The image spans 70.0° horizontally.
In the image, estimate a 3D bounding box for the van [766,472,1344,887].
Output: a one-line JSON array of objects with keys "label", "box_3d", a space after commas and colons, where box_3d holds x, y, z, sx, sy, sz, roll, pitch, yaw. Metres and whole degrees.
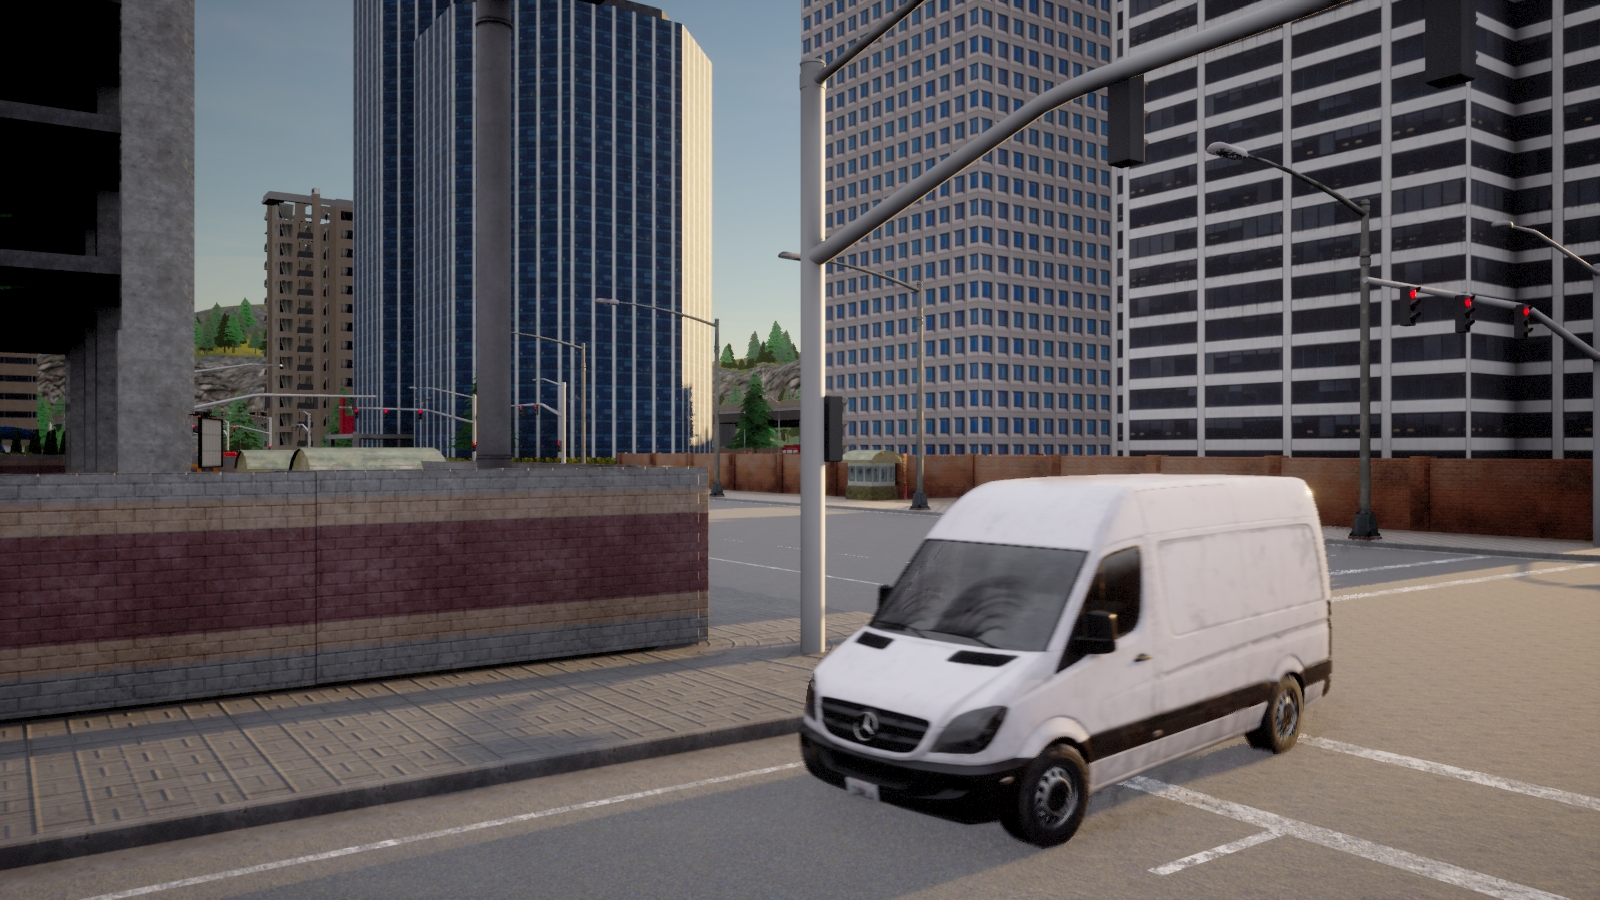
[{"label": "van", "box_3d": [2.584, 1.534, 10.113, 5.915, 2.561, 1.988, 0, 0, -43]}]
